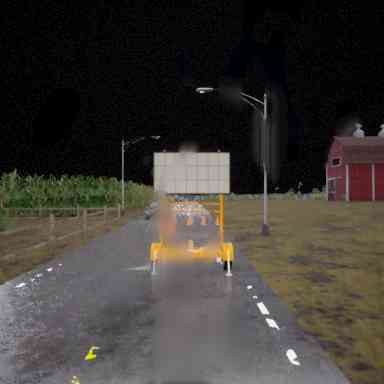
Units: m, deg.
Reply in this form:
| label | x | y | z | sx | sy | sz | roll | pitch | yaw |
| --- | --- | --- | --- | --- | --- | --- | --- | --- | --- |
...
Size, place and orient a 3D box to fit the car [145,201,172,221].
| label | x | y | z | sx | sy | sz | roll | pitch | yaw |
| --- | --- | --- | --- | --- | --- | --- | --- | --- | --- |
| car | -2.784 | 1.558 | 28.137 | 1.837 | 1.490 | 4.892 | 0 | 0 | 0 |

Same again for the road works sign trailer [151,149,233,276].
| label | x | y | z | sx | sy | sz | roll | pitch | yaw |
| --- | --- | --- | --- | --- | --- | --- | --- | --- | --- |
| road works sign trailer | -0.007 | 0.477 | 10.382 | 2.380 | 3.560 | 2.880 | 0 | 0 | 0 |

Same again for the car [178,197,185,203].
| label | x | y | z | sx | sy | sz | roll | pitch | yaw |
| --- | --- | --- | --- | --- | --- | --- | --- | --- | --- |
| car | -2.864 | 2.184 | 89.166 | 1.837 | 1.490 | 4.892 | 0 | -1 | 0 |
